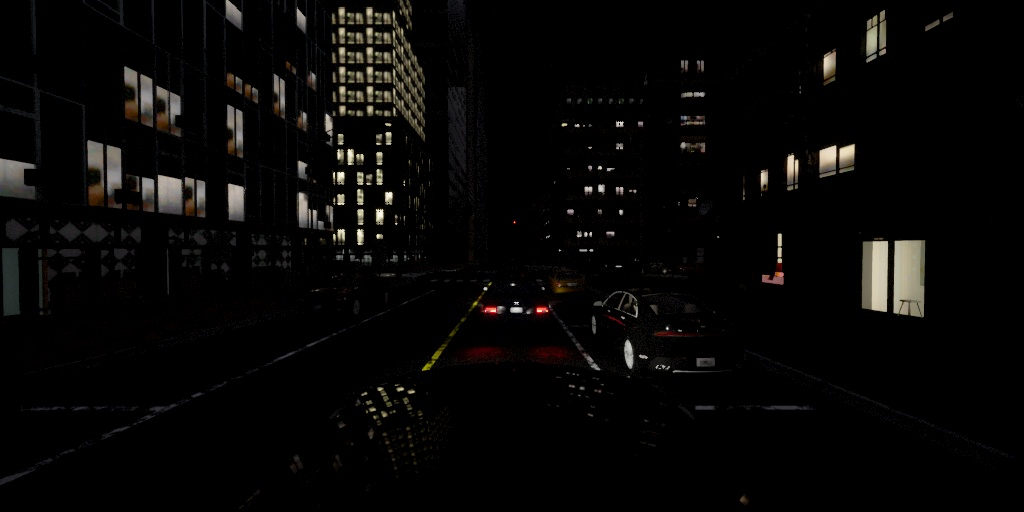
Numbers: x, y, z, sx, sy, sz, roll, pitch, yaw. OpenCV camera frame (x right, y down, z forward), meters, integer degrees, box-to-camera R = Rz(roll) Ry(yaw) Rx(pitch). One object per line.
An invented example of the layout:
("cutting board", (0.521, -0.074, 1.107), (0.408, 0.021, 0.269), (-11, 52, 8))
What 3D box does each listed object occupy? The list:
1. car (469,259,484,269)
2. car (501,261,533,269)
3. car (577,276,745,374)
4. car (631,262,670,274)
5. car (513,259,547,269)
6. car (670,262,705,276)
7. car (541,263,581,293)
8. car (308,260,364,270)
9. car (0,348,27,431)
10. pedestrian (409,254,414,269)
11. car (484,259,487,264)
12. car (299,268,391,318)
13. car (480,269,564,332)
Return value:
("car", (-5.825, 1.263, 56.418), (1.751, 1.417, 4.829), (0, 0, 0))
("car", (0.045, 1.249, 21.223), (1.837, 1.490, 4.892), (0, 0, 0))
("car", (2.804, 1.299, 7.365), (2.007, 1.370, 4.403), (0, 0, 0))
("car", (16.210, 1.372, 41.826), (4.403, 1.370, 2.007), (0, 0, 1))
("car", (2.885, 1.335, 41.971), (4.718, 1.301, 1.895), (0, 0, 36))
("car", (20.447, 1.378, 39.176), (5.008, 1.535, 1.882), (1, 1, 1))
("car", (2.776, 1.271, 18.824), (1.751, 1.417, 4.829), (0, 0, 0))
("car", (-17.667, 1.108, 36.421), (5.008, 1.535, 1.882), (0, 1, -1))
("car", (-5.796, 1.300, 1.757), (2.007, 1.370, 4.403), (0, 0, 0))
("pedestrian", (-12.655, 0.669, 45.089), (0.375, 1.860, 0.375), (0, 0, 1))
("car", (-5.840, 1.303, 62.242), (1.948, 1.339, 4.313), (0, 0, 0))
("car", (-5.850, 1.292, 13.046), (1.888, 1.381, 4.507), (0, 0, 0))
("car", (0.079, 1.295, 10.801), (2.033, 1.411, 5.357), (0, 0, 0))
